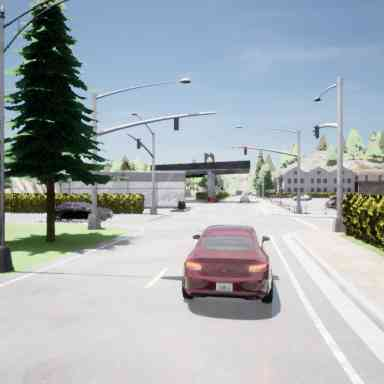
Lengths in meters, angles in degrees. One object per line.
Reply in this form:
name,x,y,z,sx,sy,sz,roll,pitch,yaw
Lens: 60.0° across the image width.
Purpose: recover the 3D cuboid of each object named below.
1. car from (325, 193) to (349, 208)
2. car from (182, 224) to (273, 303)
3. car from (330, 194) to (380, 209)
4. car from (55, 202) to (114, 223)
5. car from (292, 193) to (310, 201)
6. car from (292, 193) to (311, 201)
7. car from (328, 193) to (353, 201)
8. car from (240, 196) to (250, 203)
car,19.495,1.330,41.988,5.027,1.636,2.152,0,0,9
car,0.932,1.526,8.188,1.812,1.442,4.674,0,0,9
car,19.053,1.340,38.882,4.514,1.523,2.007,0,0,9
car,-8.360,1.491,24.994,4.902,1.511,2.128,0,0,9
car,24.846,1.361,75.825,3.806,1.475,1.970,0,0,9
car,25.973,1.077,79.012,3.866,1.878,1.905,0,0,9
car,33.225,1.097,74.526,4.605,1.855,1.932,0,0,9
car,10.796,1.526,68.022,1.812,1.442,4.674,0,0,10
